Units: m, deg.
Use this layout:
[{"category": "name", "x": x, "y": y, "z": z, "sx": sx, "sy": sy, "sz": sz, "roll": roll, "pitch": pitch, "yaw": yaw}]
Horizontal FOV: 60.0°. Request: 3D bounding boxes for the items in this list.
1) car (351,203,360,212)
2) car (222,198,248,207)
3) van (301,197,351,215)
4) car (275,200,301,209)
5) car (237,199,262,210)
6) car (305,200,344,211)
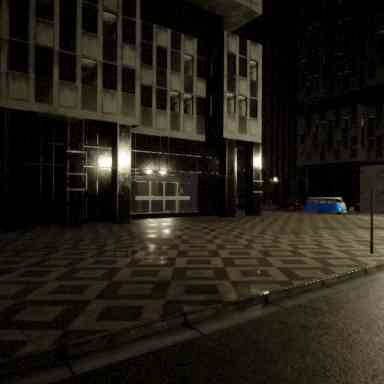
[{"category": "car", "x": 20.615, "y": 1.726, "z": 39.102, "sx": 1.947, "sy": 1.339, "sz": 4.313, "roll": 0, "pitch": 0, "yaw": -36}, {"category": "car", "x": 7.370, "y": 1.841, "z": 57.617, "sx": 1.752, "sy": 1.417, "sz": 4.829, "roll": 0, "pitch": 0, "yaw": -36}, {"category": "van", "x": 13.687, "y": 1.426, "z": 34.137, "sx": 1.690, "sy": 1.788, "sz": 3.998, "roll": 0, "pitch": 0, "yaw": -36}, {"category": "car", "x": 14.042, "y": 1.820, "z": 48.291, "sx": 1.802, "sy": 1.307, "sz": 4.206, "roll": 0, "pitch": 0, "yaw": -36}, {"category": "car", "x": 7.114, "y": 1.708, "z": 43.324, "sx": 1.887, "sy": 1.381, "sz": 4.507, "roll": 0, "pitch": 0, "yaw": -36}, {"category": "car", "x": 17.329, "y": 1.750, "z": 43.697, "sx": 2.008, "sy": 1.369, "sz": 4.403, "roll": 0, "pitch": 0, "yaw": -36}]
